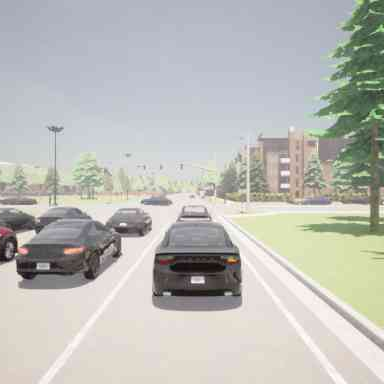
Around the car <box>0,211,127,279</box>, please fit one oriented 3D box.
[{"bbox_3d":[-3.388,1.526,9.880,1.812,1.442,4.674,0,0,0],"label":"car"}]

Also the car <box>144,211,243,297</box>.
[{"bbox_3d":[0.111,1.478,8.641,1.882,1.535,5.008,0,0,0],"label":"car"}]

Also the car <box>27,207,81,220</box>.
[{"bbox_3d":[-6.878,1.526,18.156,1.812,1.442,4.674,0,0,0],"label":"car"}]

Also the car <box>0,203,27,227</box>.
[{"bbox_3d":[-6.888,1.352,9.323,2.097,1.767,4.553,0,0,0],"label":"car"}]

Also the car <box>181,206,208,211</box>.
[{"bbox_3d":[0.124,1.492,18.008,2.128,1.511,4.902,0,0,0],"label":"car"}]

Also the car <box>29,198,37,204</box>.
[{"bbox_3d":[-29.609,1.547,57.223,5.357,1.411,2.033,0,0,0],"label":"car"}]

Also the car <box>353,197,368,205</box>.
[{"bbox_3d":[30.944,1.601,57.024,4.718,1.301,1.895,0,0,0],"label":"car"}]

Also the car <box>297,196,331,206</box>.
[{"bbox_3d":[19.940,1.526,53.468,4.674,1.442,1.812,0,0,0],"label":"car"}]

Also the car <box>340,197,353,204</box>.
[{"bbox_3d":[29.638,1.601,60.491,4.718,1.301,1.895,0,0,0],"label":"car"}]

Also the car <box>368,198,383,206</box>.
[{"bbox_3d":[31.821,1.492,53.546,4.902,1.511,2.128,0,0,0],"label":"car"}]

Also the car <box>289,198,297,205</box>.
[{"bbox_3d":[19.773,1.478,56.972,5.008,1.535,1.882,0,0,0],"label":"car"}]

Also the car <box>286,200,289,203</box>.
[{"bbox_3d":[20.004,1.547,60.468,5.357,1.411,2.033,0,0,0],"label":"car"}]

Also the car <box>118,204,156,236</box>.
[{"bbox_3d":[-3.377,1.564,18.342,1.994,1.385,4.181,0,0,0],"label":"car"}]

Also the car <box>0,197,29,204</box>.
[{"bbox_3d":[-29.247,1.564,53.720,4.181,1.385,1.994,0,0,0],"label":"car"}]

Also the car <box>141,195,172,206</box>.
[{"bbox_3d":[-5.957,1.352,53.528,4.553,1.767,2.097,0,0,0],"label":"car"}]
